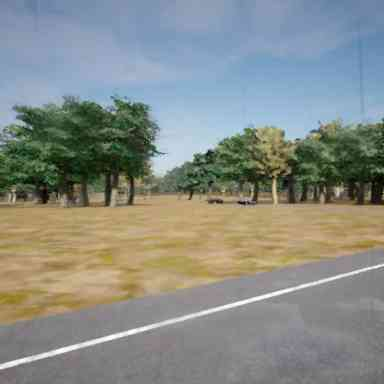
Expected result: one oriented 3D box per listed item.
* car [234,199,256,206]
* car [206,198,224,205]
[{"bbox_3d":[10.635,2.146,67.107,1.895,1.301,4.718,2,-2,-34],"label":"car"},{"bbox_3d":[5.122,2.056,75.101,1.882,1.535,5.008,2,-2,-34],"label":"car"}]
